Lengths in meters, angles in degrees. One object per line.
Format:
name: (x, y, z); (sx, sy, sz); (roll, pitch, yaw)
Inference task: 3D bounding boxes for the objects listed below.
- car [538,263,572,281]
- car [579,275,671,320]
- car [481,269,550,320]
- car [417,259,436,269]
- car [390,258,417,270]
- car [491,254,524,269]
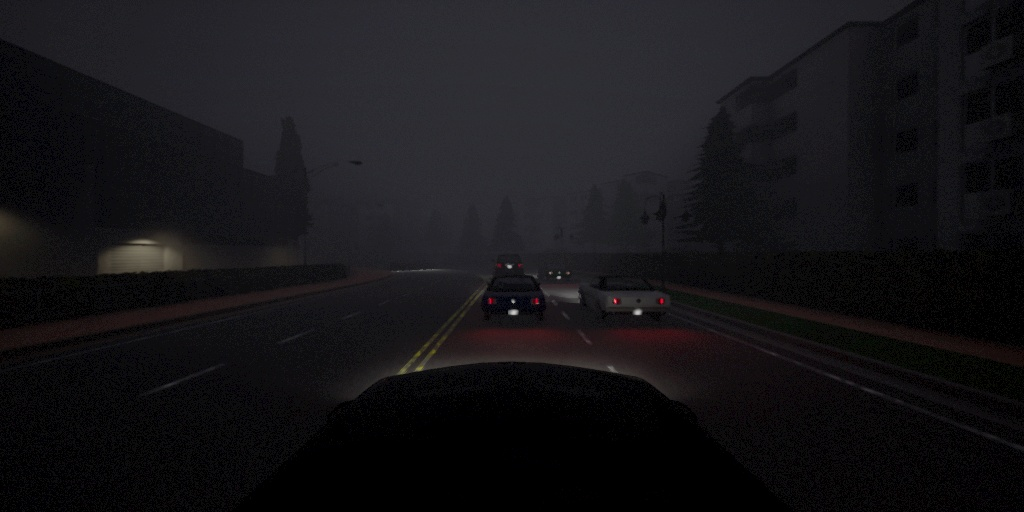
car: (3.145, 1.204, 27.317); (1.895, 1.301, 4.718); (0, 0, -4)
car: (3.563, 1.290, 12.331); (1.895, 1.301, 4.718); (0, 0, 0)
car: (0.063, 1.290, 12.332); (1.895, 1.301, 4.718); (0, 0, 0)
car: (-11.788, 1.049, 48.078); (1.994, 1.385, 4.181); (0, 0, -37)
car: (-13.970, 1.027, 45.165); (1.812, 1.442, 4.674); (0, 0, -35)
car: (-0.375, 0.824, 27.785); (2.150, 2.045, 5.566); (0, 1, -4)
